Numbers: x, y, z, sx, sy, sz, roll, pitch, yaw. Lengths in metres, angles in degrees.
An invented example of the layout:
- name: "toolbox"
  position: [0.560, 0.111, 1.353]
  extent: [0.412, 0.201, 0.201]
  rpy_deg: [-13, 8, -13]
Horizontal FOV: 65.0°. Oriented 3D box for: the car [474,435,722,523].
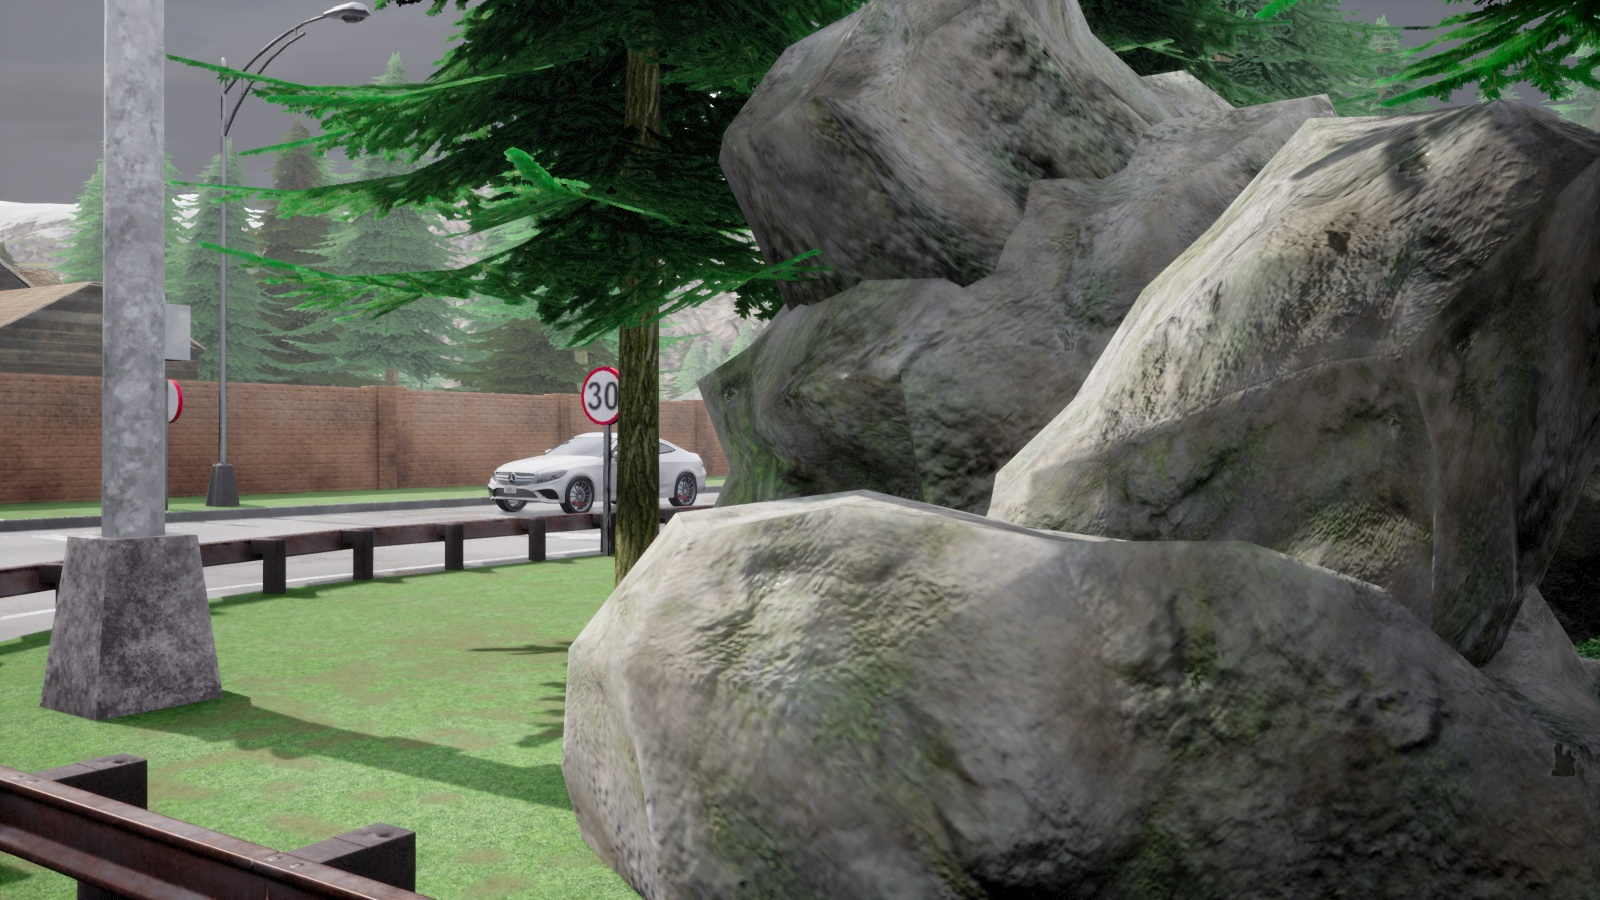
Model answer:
- name: "car"
  position: [-3.608, 0.457, 23.271]
  extent: [1.812, 1.442, 4.674]
  rpy_deg: [0, 1, 34]
